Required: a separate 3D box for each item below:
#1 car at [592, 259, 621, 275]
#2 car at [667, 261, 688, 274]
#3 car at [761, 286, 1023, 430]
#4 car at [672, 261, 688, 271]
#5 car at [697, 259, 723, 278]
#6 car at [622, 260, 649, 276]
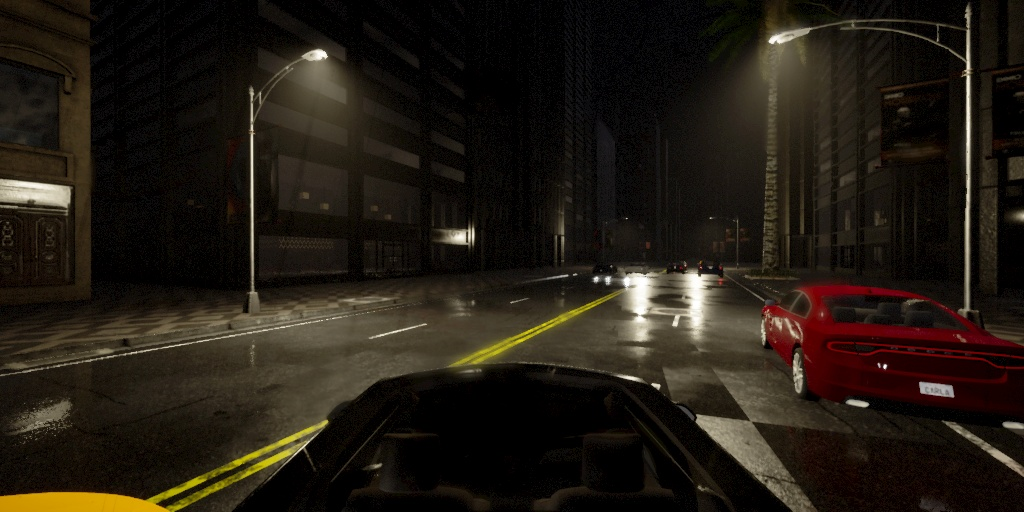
[{"bbox_3d":[10.127,1.326,38.838,1.994,1.385,4.181,0,0,27],"label":"car"},{"bbox_3d":[18.671,1.314,40.794,2.033,1.411,5.357,0,0,27],"label":"car"},{"bbox_3d":[5.517,1.228,5.902,1.882,1.535,5.008,0,0,27],"label":"car"},{"bbox_3d":[23.563,1.377,50.289,1.895,1.301,4.718,0,0,27],"label":"car"},{"bbox_3d":[19.308,1.115,34.971,2.097,1.767,4.553,0,0,27],"label":"car"},{"bbox_3d":[13.083,1.363,37.481,1.895,1.301,4.718,0,0,27],"label":"car"}]
